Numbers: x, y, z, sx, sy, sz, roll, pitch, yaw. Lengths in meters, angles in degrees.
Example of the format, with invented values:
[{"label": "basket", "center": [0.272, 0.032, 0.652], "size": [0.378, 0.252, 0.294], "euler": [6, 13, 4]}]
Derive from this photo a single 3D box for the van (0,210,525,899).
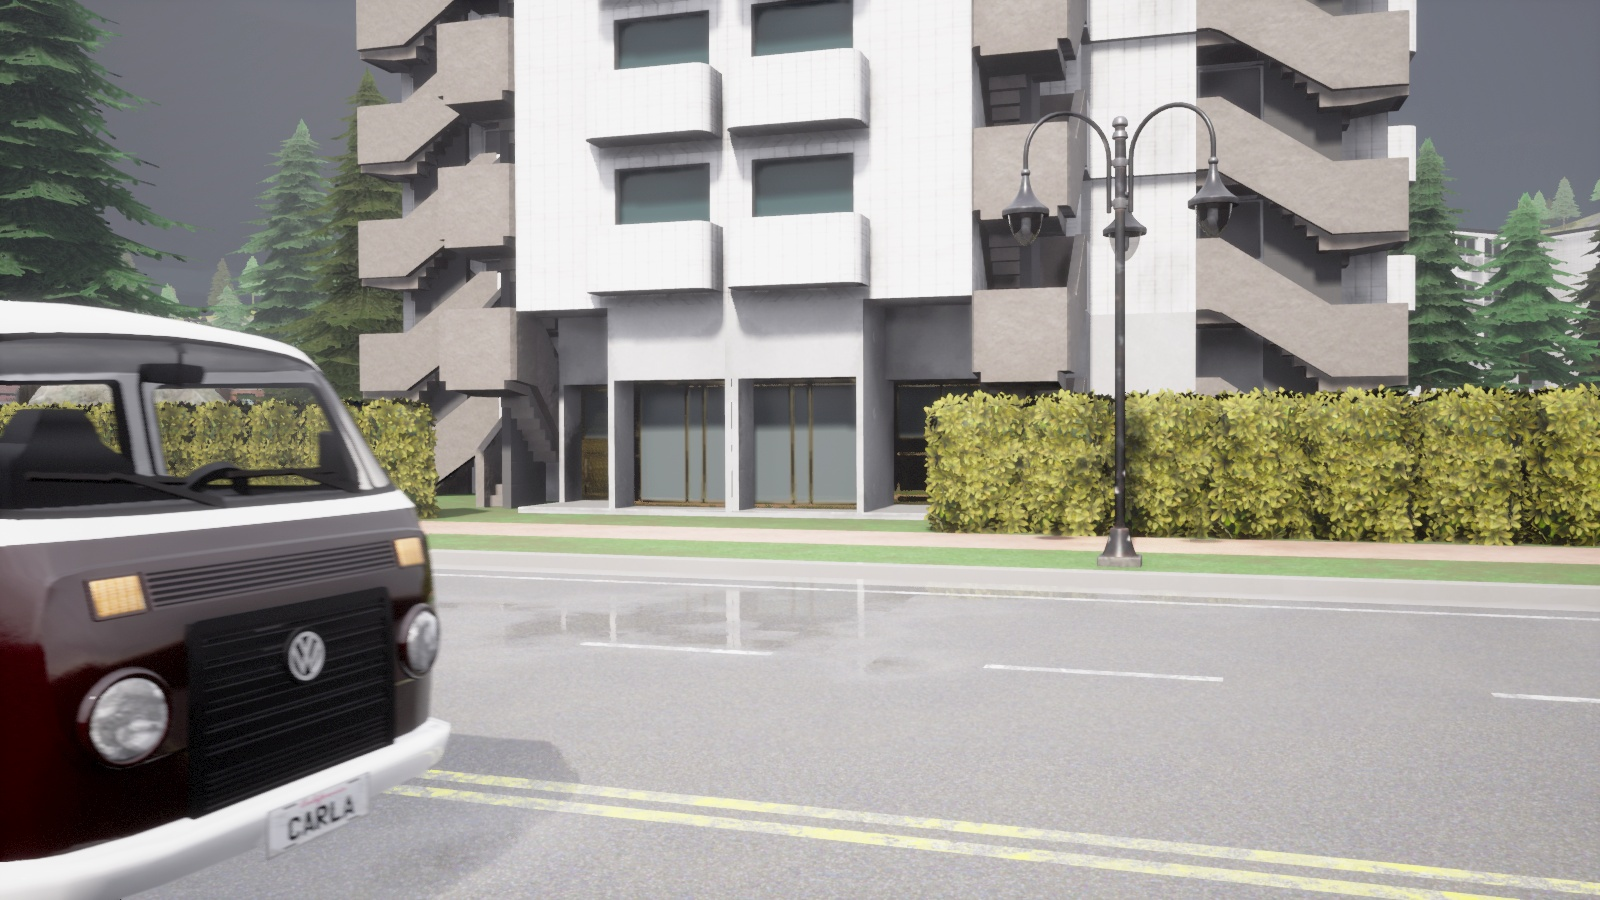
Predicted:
[{"label": "van", "center": [-3.474, 0.464, 4.357], "size": [4.480, 2.038, 2.069], "euler": [1, 1, 19]}]
